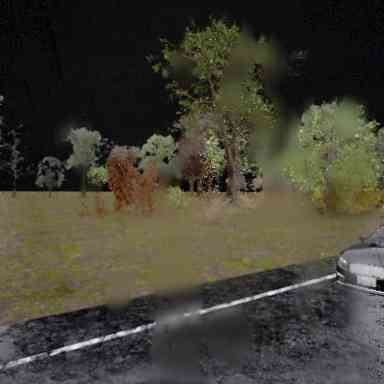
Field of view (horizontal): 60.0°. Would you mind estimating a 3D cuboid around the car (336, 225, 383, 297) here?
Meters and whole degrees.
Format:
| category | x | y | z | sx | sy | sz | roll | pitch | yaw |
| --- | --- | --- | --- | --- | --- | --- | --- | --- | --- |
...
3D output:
| category | x | y | z | sx | sy | sz | roll | pitch | yaw |
| --- | --- | --- | --- | --- | --- | --- | --- | --- | --- |
| car | 5.352 | 1.436 | 7.857 | 4.902 | 1.511 | 2.128 | 0 | 0 | -36 |
